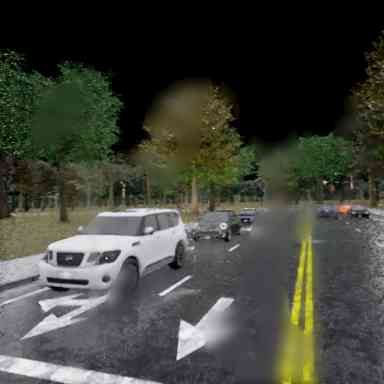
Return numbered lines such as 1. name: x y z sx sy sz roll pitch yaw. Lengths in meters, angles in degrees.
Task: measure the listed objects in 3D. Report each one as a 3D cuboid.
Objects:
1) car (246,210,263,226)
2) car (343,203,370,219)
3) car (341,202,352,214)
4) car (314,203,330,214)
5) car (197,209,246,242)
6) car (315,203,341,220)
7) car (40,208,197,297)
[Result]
1. car: 5.176 2.271 29.764 1.994 1.385 4.181 -2 -2 20
2. car: 17.774 2.185 35.808 1.895 1.301 4.718 -2 -2 20
3. car: 21.608 2.126 46.535 2.097 1.767 4.553 -2 -2 20
4. car: 19.260 2.448 49.372 2.033 1.411 5.357 -2 -2 20
5. car: 1.560 1.867 19.681 2.097 1.767 4.553 -2 -2 20
6. car: 14.569 2.020 36.221 2.097 1.767 4.553 -2 -1 19
7. car: -1.886 1.551 10.033 2.150 2.045 5.566 -2 -2 20
